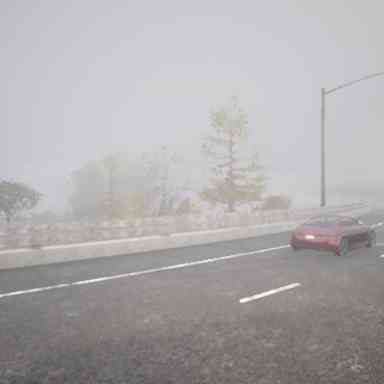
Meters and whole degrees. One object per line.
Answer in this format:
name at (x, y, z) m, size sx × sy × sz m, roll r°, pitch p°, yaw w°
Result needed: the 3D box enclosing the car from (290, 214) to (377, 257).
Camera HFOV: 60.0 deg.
car at (5.713, 1.590, 13.307) m, size 4.181 × 1.385 × 1.994 m, roll 0°, pitch 0°, yaw -43°
